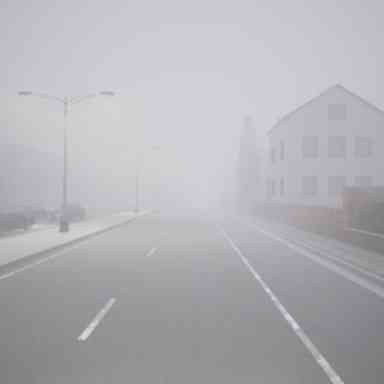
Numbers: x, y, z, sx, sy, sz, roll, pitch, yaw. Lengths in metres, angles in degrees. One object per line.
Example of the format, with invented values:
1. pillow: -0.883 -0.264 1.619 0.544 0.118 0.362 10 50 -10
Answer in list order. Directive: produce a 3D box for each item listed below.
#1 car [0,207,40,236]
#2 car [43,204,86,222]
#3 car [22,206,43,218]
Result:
1. car: -11.383 1.804 20.030 1.895 1.301 4.718 0 -1 1
2. car: -11.216 1.832 30.398 2.128 1.511 4.902 0 -1 1
3. car: -14.720 1.920 30.259 1.895 1.301 4.718 0 -1 1
